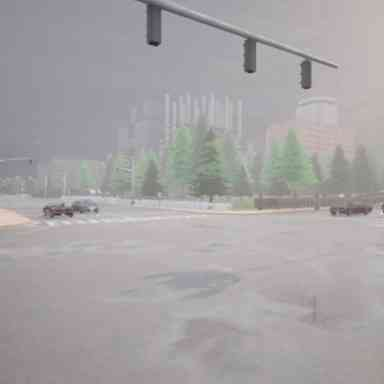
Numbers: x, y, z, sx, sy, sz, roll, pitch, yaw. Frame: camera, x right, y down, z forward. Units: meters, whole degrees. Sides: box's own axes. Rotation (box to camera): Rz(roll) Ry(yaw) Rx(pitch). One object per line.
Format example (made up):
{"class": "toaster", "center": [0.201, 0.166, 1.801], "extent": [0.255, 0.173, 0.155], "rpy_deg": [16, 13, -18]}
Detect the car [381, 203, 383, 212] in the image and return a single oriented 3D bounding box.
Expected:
{"class": "car", "center": [20.203, 1.226, 31.253], "extent": [5.566, 2.045, 2.150], "rpy_deg": [0, 0, -35]}

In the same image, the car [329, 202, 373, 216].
{"class": "car", "center": [15.370, 1.611, 32.160], "extent": [4.718, 1.301, 1.895], "rpy_deg": [0, 0, -34]}

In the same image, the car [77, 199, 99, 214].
{"class": "car", "center": [-11.262, 1.496, 35.072], "extent": [2.128, 1.511, 4.902], "rpy_deg": [0, 0, -33]}

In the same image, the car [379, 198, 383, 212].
{"class": "car", "center": [23.490, 1.436, 37.895], "extent": [5.008, 1.535, 1.882], "rpy_deg": [-2, 1, -35]}

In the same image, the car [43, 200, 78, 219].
{"class": "car", "center": [-12.014, 1.604, 29.831], "extent": [1.895, 1.301, 4.718], "rpy_deg": [0, 0, -33]}
